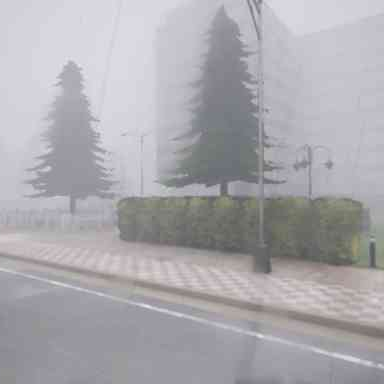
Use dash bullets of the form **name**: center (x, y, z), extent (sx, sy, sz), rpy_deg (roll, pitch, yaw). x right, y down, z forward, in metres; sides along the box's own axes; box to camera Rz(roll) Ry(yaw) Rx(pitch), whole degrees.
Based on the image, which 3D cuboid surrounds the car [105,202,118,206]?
- **car**: center (-14.425, 2.067, 64.238), extent (1.895, 1.301, 4.718), rpy_deg (-1, 0, 36)
